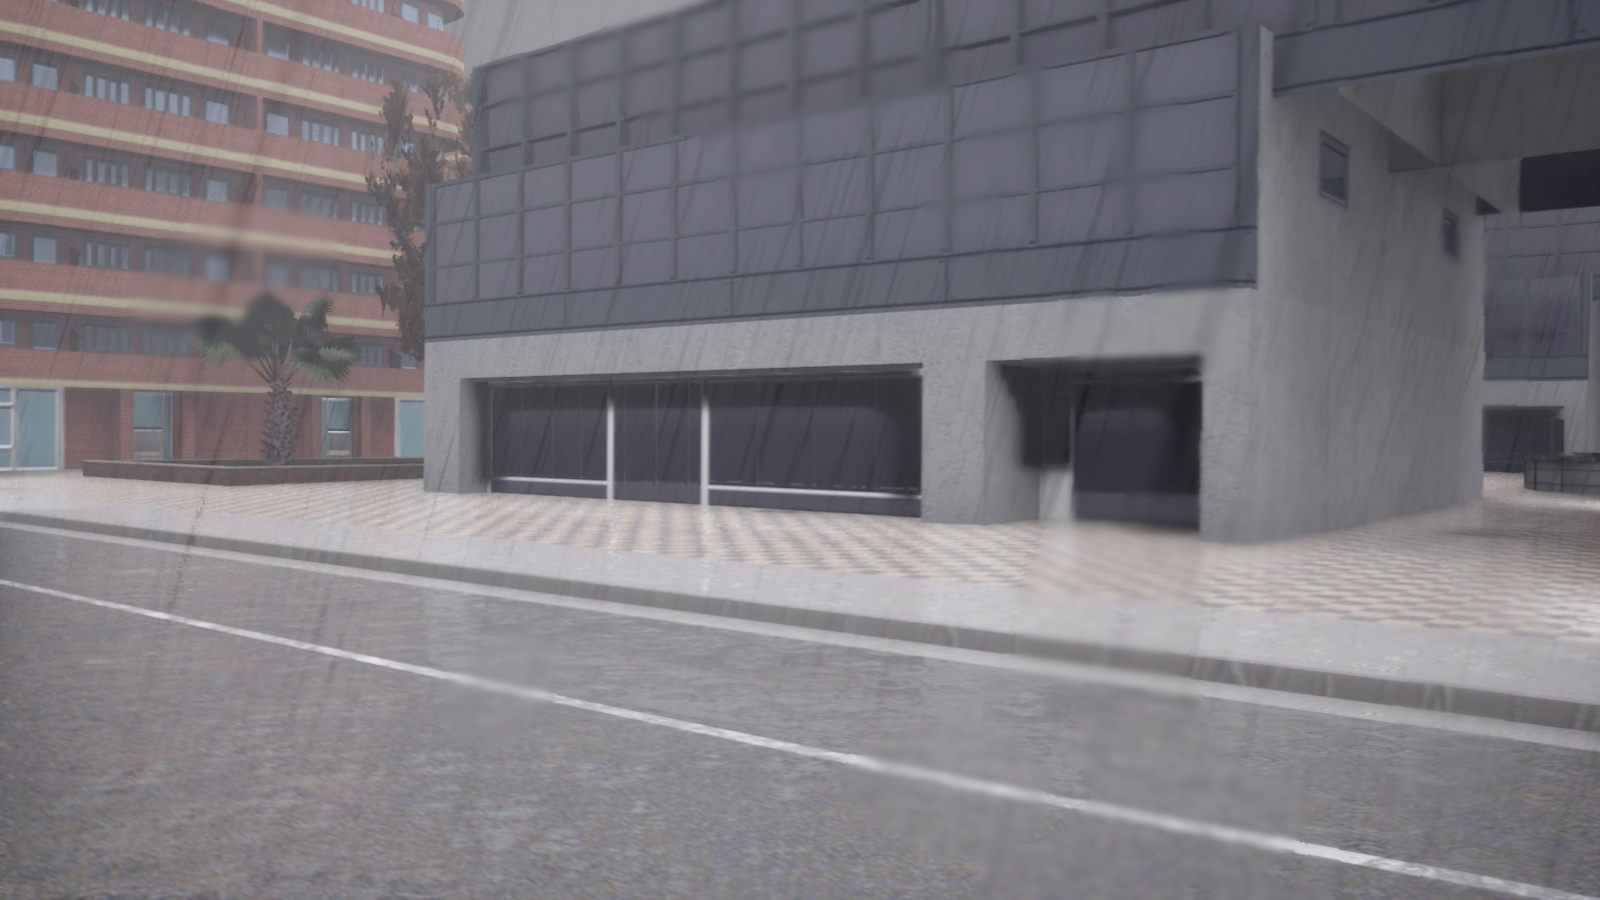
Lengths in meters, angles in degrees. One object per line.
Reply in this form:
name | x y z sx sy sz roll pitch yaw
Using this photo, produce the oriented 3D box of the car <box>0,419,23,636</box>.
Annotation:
car | -8.535 0.600 10.392 4.856 1.649 2.033 0 1 38
